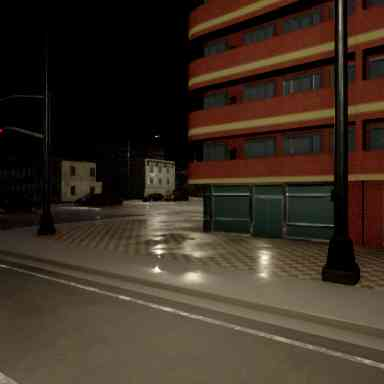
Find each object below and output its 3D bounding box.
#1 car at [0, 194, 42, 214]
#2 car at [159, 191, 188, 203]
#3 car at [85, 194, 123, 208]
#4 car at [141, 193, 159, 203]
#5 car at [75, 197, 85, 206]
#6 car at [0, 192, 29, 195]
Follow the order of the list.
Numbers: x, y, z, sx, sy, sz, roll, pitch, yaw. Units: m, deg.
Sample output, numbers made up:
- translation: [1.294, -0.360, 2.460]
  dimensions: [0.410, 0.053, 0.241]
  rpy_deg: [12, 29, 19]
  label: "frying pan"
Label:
- translation: [-17.989, 1.342, 33.910]
  dimensions: [1.882, 1.535, 5.008]
  rpy_deg: [0, 1, 37]
  label: "car"
- translation: [-2.607, 0.793, 54.592]
  dimensions: [2.097, 1.767, 4.553]
  rpy_deg: [0, 1, 37]
  label: "car"
- translation: [-11.031, 1.216, 43.286]
  dimensions: [1.812, 1.442, 4.674]
  rpy_deg: [0, 1, 37]
  label: "car"
- translation: [-6.364, 0.969, 55.415]
  dimensions: [1.837, 1.490, 4.892]
  rpy_deg: [0, 3, 37]
  label: "car"
- translation: [-13.732, 1.040, 45.509]
  dimensions: [2.097, 1.767, 4.553]
  rpy_deg: [0, 1, 37]
  label: "car"
- translation: [-20.497, 1.082, 36.417]
  dimensions: [2.150, 2.045, 5.566]
  rpy_deg: [0, 1, 36]
  label: "car"
